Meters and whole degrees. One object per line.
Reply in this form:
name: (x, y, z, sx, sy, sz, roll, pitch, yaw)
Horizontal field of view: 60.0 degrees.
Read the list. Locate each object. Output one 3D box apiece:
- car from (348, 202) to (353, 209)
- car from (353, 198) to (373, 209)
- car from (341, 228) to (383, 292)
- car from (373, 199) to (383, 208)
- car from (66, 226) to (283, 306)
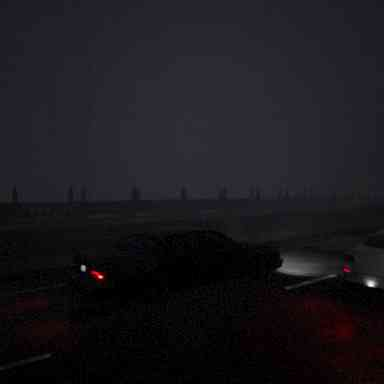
car: (21.659, 1.472, 42.158, 5.008, 1.535, 1.882, 0, 0, -37)
car: (20.090, 1.518, 36.610, 4.674, 1.442, 1.812, 0, 0, -37)
car: (5.313, 1.522, 7.800, 4.674, 1.442, 1.812, 0, 0, -37)
car: (19.805, 1.465, 32.022, 5.008, 1.535, 1.882, 0, 0, -37)
car: (-0.142, 1.558, 8.075, 5.357, 1.411, 2.033, 0, 0, -37)
